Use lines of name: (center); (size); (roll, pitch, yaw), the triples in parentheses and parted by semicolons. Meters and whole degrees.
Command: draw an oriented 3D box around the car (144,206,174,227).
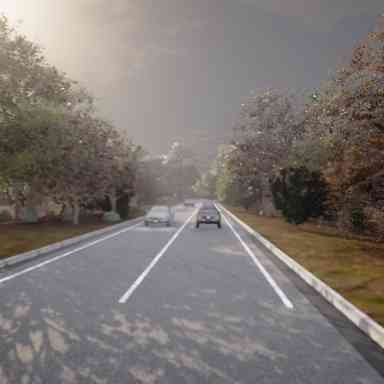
car: (-2.416, 1.788, 25.554); (1.812, 1.442, 4.674); (1, -1, 3)

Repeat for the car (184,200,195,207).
car: (-0.483, 2.205, 63.976); (1.882, 1.535, 5.008); (1, 0, 3)

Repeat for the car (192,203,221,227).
car: (1.273, 1.855, 25.477); (2.033, 1.411, 5.357); (1, -1, 3)
